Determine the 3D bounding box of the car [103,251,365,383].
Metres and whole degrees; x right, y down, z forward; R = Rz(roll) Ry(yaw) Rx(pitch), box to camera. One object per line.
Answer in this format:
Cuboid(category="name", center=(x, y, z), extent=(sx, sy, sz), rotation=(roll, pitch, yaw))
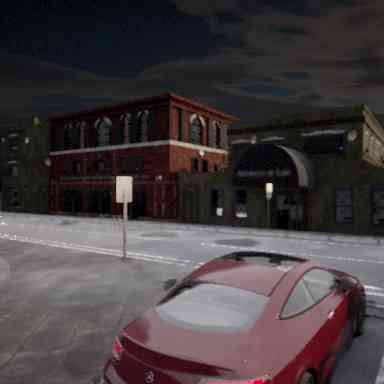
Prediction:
Cuboid(category="car", center=(0.990, 1.530, 4.416), extent=(2.002, 1.452, 4.674), rotation=(0, 1, 36))
